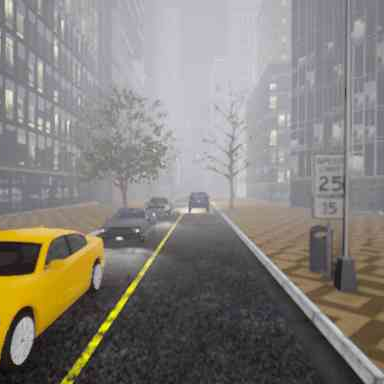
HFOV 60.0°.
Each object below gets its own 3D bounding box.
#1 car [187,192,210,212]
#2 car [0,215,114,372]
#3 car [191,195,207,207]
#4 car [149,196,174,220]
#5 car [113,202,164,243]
[{"bbox_3d":[0.714,0.962,34.416,2.150,2.045,5.566,0,0,1],"label":"car"},{"bbox_3d":[-2.997,1.420,5.799,1.882,1.535,5.008,0,0,1],"label":"car"},{"bbox_3d":[0.976,1.207,46.150,2.033,1.411,5.357,0,0,2],"label":"car"},{"bbox_3d":[-2.556,1.142,25.940,2.097,1.767,4.553,0,0,1],"label":"car"},{"bbox_3d":[-2.786,1.414,15.680,2.033,1.411,5.357,0,0,1],"label":"car"}]
